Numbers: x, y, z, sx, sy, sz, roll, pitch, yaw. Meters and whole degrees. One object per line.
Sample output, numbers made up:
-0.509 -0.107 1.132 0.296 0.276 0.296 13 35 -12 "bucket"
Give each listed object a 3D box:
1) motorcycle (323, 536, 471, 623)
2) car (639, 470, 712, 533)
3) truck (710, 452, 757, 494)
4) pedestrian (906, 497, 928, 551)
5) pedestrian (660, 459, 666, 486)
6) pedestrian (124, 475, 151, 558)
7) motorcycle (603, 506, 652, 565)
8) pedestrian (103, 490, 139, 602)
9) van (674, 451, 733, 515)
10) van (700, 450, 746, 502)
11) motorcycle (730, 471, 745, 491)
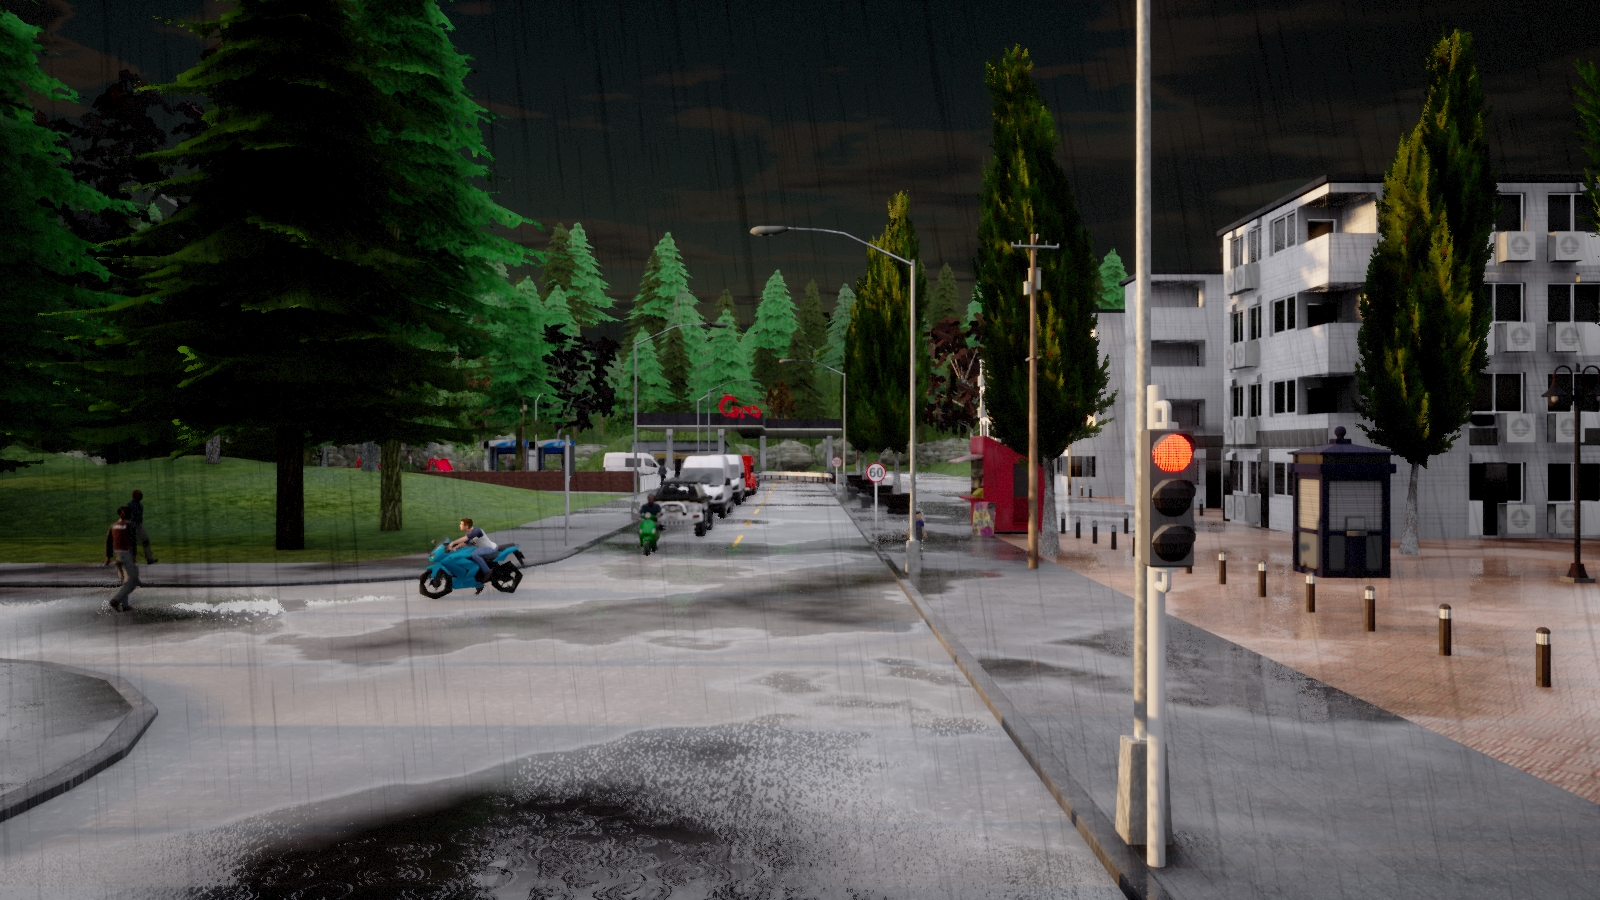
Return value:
-6.261 1.990 17.812 2.033 1.145 0.803 0 0 -38 "motorcycle"
-4.062 1.635 37.920 1.932 1.855 4.605 0 1 0 "car"
-3.996 1.338 69.690 2.627 2.467 5.204 0 0 0 "truck"
2.858 1.800 27.838 0.375 1.300 0.375 0 0 -33 "pedestrian"
-9.285 1.512 77.498 0.375 1.860 0.375 0 0 1 "pedestrian"
-15.210 1.520 26.224 0.375 1.860 0.375 0 0 15 "pedestrian"
-3.994 1.957 26.531 0.856 1.236 1.805 0 0 0 "motorcycle"
-11.536 1.625 19.414 0.375 1.860 0.375 0 0 8 "pedestrian"
-4.010 1.307 48.486 1.988 2.561 5.915 0 0 0 "van"
-3.997 1.305 60.128 1.988 2.561 5.915 0 0 0 "van"
-3.982 1.950 72.670 0.856 1.236 1.805 0 0 0 "motorcycle"
